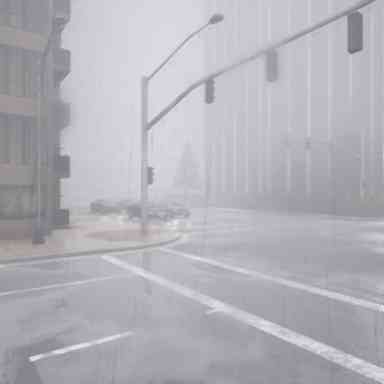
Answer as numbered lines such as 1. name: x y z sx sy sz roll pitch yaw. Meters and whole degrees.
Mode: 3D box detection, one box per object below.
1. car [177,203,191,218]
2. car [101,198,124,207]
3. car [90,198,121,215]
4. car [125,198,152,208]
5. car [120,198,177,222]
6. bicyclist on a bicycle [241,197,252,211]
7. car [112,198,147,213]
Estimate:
1. car: -1.994 1.585 30.778 1.812 1.442 4.674 0 0 -35
2. car: -12.565 1.637 52.309 1.994 1.385 4.181 0 0 -35
3. car: -9.067 1.524 34.780 1.882 1.535 5.008 0 0 -35
4. car: -8.511 1.634 52.481 2.033 1.411 5.357 0 0 -35
5. car: -3.641 1.538 26.988 2.128 1.511 4.902 0 0 -35
6. bicyclist on a bicycle: 6.483 1.405 39.532 1.656 1.620 0.582 0 0 -35
7. car: -7.286 1.551 38.351 2.128 1.511 4.902 0 0 -35
